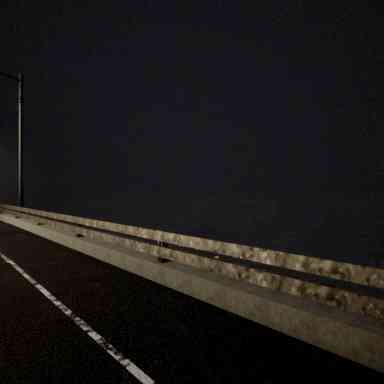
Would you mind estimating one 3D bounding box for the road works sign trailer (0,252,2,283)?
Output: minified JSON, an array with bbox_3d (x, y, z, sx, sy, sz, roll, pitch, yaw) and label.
[{"bbox_3d":[-6.450,0.462,8.638,2.380,3.560,2.880,0,0,-38],"label":"road works sign trailer"}]
